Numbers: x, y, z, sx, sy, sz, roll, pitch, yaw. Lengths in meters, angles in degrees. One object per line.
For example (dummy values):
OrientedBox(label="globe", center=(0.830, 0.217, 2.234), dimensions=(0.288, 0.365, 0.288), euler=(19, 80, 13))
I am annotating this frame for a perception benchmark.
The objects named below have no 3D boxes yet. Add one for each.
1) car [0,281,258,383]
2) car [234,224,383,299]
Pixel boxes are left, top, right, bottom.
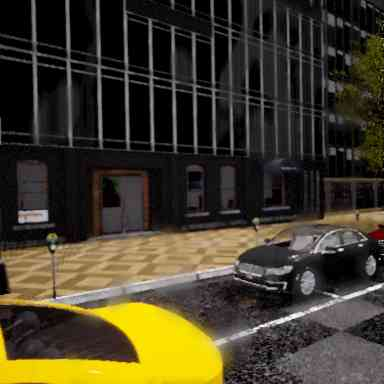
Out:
OrientedBox(label="car", center=(-2.063, 1.484, 1.588), dimensions=(5.008, 1.535, 1.882), euler=(0, 0, -35))
OrientedBox(label="car", center=(2.979, 1.503, 8.235), dimensions=(4.403, 1.369, 2.008), euler=(0, -1, -35))
